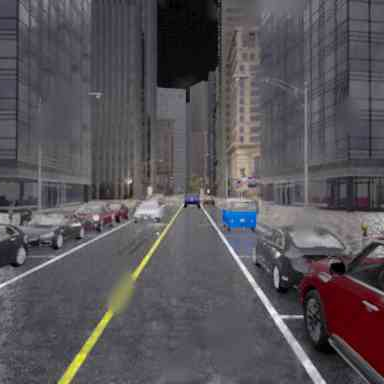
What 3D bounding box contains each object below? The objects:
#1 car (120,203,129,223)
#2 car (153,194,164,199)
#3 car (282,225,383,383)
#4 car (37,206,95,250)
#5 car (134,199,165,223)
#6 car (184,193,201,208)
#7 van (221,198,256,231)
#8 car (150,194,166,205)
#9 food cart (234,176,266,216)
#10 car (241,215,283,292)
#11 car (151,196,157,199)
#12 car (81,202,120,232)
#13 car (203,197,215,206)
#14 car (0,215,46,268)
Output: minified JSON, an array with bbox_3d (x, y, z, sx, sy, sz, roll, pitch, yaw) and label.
[{"bbox_3d":[-5.859,1.476,24.983,1.887,1.381,4.507,1,0,0],"label":"car"},{"bbox_3d":[-5.871,1.454,52.108,1.752,1.417,4.829,0,0,0],"label":"car"},{"bbox_3d":[2.678,1.304,3.140,2.192,1.841,5.009,1,0,0],"label":"car"},{"bbox_3d":[-5.854,1.505,14.064,2.008,1.369,4.403,1,0,0],"label":"car"},{"bbox_3d":[-3.106,1.458,24.670,1.812,1.442,4.674,0,0,0],"label":"car"},{"bbox_3d":[0.028,1.144,46.607,2.150,2.045,5.566,0,0,0],"label":"car"},{"bbox_3d":[2.670,1.283,19.521,1.690,1.788,3.998,1,0,0],"label":"van"},{"bbox_3d":[-5.872,1.252,57.739,2.192,1.841,5.009,0,0,0],"label":"car"},{"bbox_3d":[5.605,0.388,32.813,2.280,3.560,4.660,-1,-1,0],"label":"food cart"},{"bbox_3d":[2.673,1.522,8.601,2.008,1.369,4.403,1,0,0],"label":"car"},{"bbox_3d":[-5.867,1.487,41.361,1.947,1.339,4.313,1,0,0],"label":"car"},{"bbox_3d":[-5.855,1.382,19.523,1.967,1.590,4.097,1,0,0],"label":"car"},{"bbox_3d":[2.653,1.474,52.280,1.887,1.381,4.507,0,0,0],"label":"car"},{"bbox_3d":[-5.852,1.521,8.605,2.008,1.369,4.403,1,0,0],"label":"car"}]
